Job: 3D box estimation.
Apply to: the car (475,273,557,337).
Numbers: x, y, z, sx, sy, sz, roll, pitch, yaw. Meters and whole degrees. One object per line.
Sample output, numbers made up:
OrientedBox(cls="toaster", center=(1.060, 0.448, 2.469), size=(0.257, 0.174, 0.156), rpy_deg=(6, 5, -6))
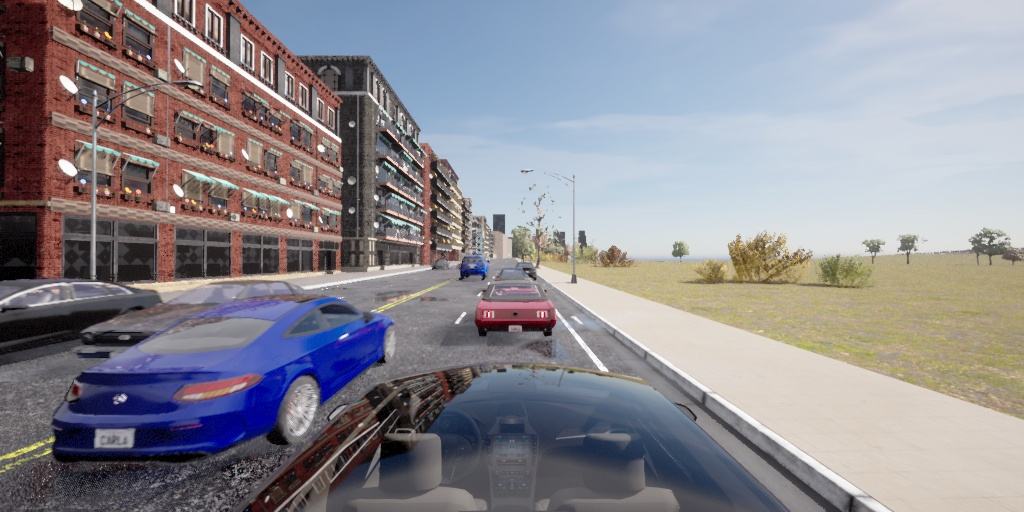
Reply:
OrientedBox(cls="car", center=(0.077, 1.352, 10.311), size=(1.895, 1.301, 4.718), rpy_deg=(0, 0, 0))

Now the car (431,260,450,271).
OrientedBox(cls="car", center=(-9.980, 1.255, 50.268), size=(1.837, 1.490, 4.892), rpy_deg=(0, 0, 0))

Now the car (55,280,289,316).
OrientedBox(cls="car", center=(-6.619, 1.298, 8.703), size=(2.033, 1.411, 5.357), rpy_deg=(0, 0, 0))

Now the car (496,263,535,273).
OrientedBox(cls="car", center=(0.040, 1.316, 20.341), size=(1.994, 1.385, 4.181), rpy_deg=(0, 0, 0))

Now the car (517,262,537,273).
OrientedBox(cls="car", center=(1.059, 1.258, 30.335), size=(1.837, 1.490, 4.892), rpy_deg=(0, 0, 0))

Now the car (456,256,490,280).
OrientedBox(cls="car", center=(-3.231, 0.975, 31.585), size=(2.150, 2.045, 5.566), rpy_deg=(0, 0, 0))

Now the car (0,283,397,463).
OrientedBox(cls="car", center=(-3.163, 1.276, 5.147), size=(1.812, 1.442, 4.674), rpy_deg=(0, 0, 0))

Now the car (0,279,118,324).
OrientedBox(cls="car", center=(-9.867, 1.242, 7.160), size=(2.128, 1.511, 4.902), rpy_deg=(0, 0, 0))
